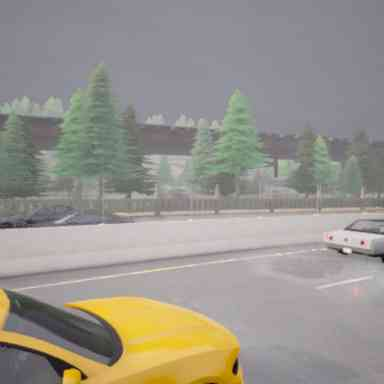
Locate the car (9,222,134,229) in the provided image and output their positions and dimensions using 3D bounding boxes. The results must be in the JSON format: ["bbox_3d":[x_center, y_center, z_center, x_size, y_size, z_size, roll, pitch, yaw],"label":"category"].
[{"bbox_3d":[-4.523,1.472,13.355,4.674,1.442,1.812,0,0,-32],"label":"car"}]

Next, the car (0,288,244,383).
[{"bbox_3d":[-1.813,1.461,2.338,5.008,1.535,1.882,0,0,-35],"label":"car"}]

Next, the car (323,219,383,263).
[{"bbox_3d":[6.998,1.610,11.802,4.718,1.301,1.895,0,0,-28],"label":"car"}]
